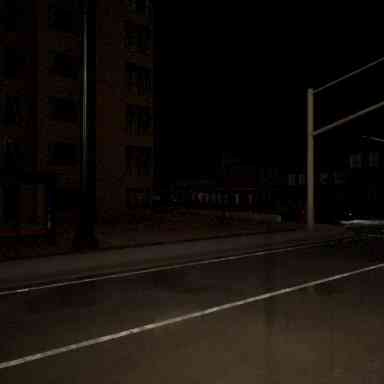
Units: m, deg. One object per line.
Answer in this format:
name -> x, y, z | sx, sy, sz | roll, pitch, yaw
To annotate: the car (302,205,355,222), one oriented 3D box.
car -> 11.544, 1.784, 28.324 | 1.994, 1.385, 4.181 | 0, -5, -36
